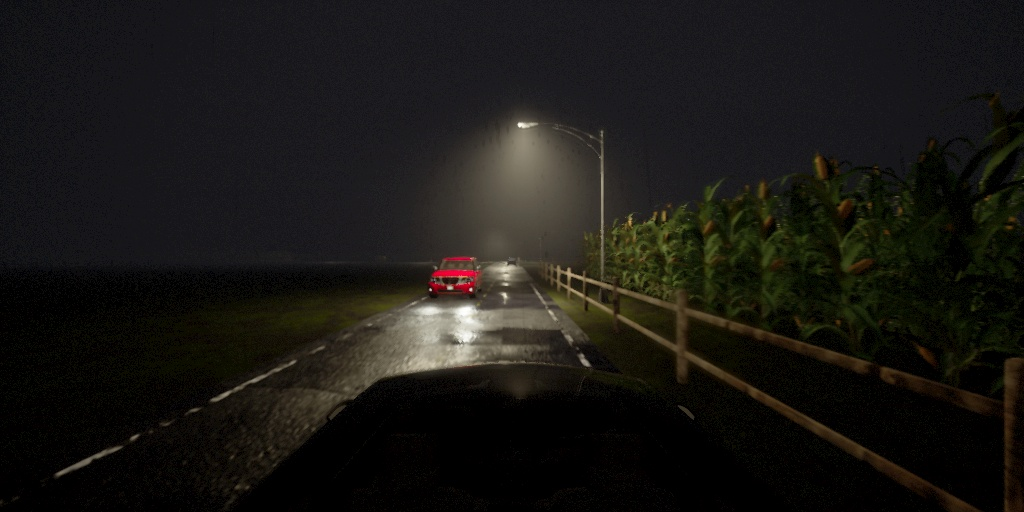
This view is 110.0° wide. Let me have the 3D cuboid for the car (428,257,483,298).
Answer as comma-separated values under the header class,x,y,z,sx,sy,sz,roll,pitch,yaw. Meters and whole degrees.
class,x,y,z,sx,sy,sz,roll,pitch,yaw
car,-2.757,1.075,18.689,2.150,2.045,5.566,0,0,0
